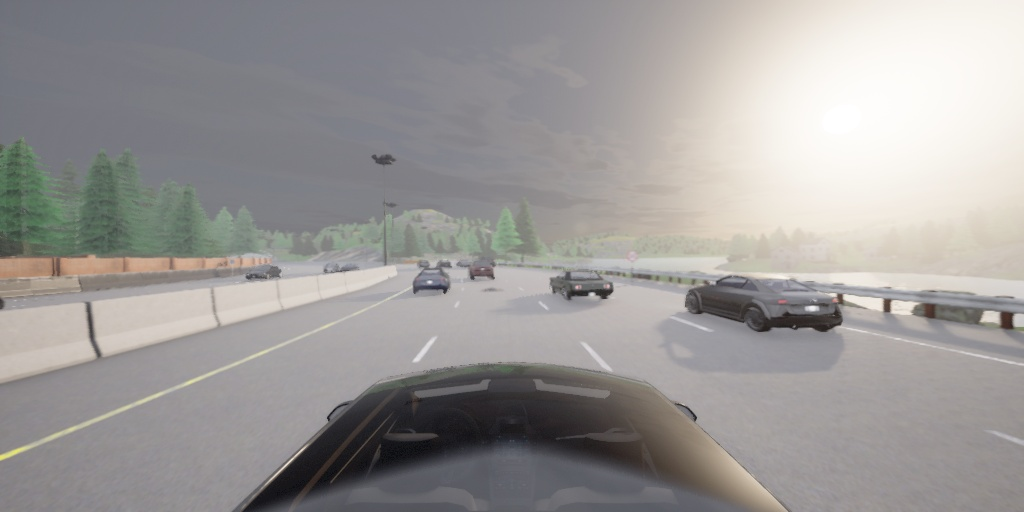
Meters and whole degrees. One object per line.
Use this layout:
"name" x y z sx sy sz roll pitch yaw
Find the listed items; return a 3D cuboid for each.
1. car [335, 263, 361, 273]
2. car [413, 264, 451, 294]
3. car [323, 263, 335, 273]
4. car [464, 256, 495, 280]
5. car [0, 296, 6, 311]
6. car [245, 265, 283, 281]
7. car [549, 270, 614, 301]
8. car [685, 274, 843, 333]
"car" -20.368 1.656 45.336 2.033 1.411 5.357 -1 0 -15
"car" -4.702 1.399 21.422 1.994 1.385 4.181 -1 0 -7
"car" -26.157 1.737 52.163 2.128 1.511 4.902 -1 0 -19
"car" -2.916 1.160 32.889 2.097 1.767 4.553 -1 0 -11
"car" -17.944 1.565 9.976 1.837 1.490 4.892 -1 0 -3
"car" -25.231 1.693 36.673 1.837 1.490 4.892 0 0 -12
"car" 3.066 1.302 16.954 1.895 1.301 4.718 -1 0 -6
"car" 6.852 1.199 10.338 1.994 1.385 4.181 -1 0 -4
